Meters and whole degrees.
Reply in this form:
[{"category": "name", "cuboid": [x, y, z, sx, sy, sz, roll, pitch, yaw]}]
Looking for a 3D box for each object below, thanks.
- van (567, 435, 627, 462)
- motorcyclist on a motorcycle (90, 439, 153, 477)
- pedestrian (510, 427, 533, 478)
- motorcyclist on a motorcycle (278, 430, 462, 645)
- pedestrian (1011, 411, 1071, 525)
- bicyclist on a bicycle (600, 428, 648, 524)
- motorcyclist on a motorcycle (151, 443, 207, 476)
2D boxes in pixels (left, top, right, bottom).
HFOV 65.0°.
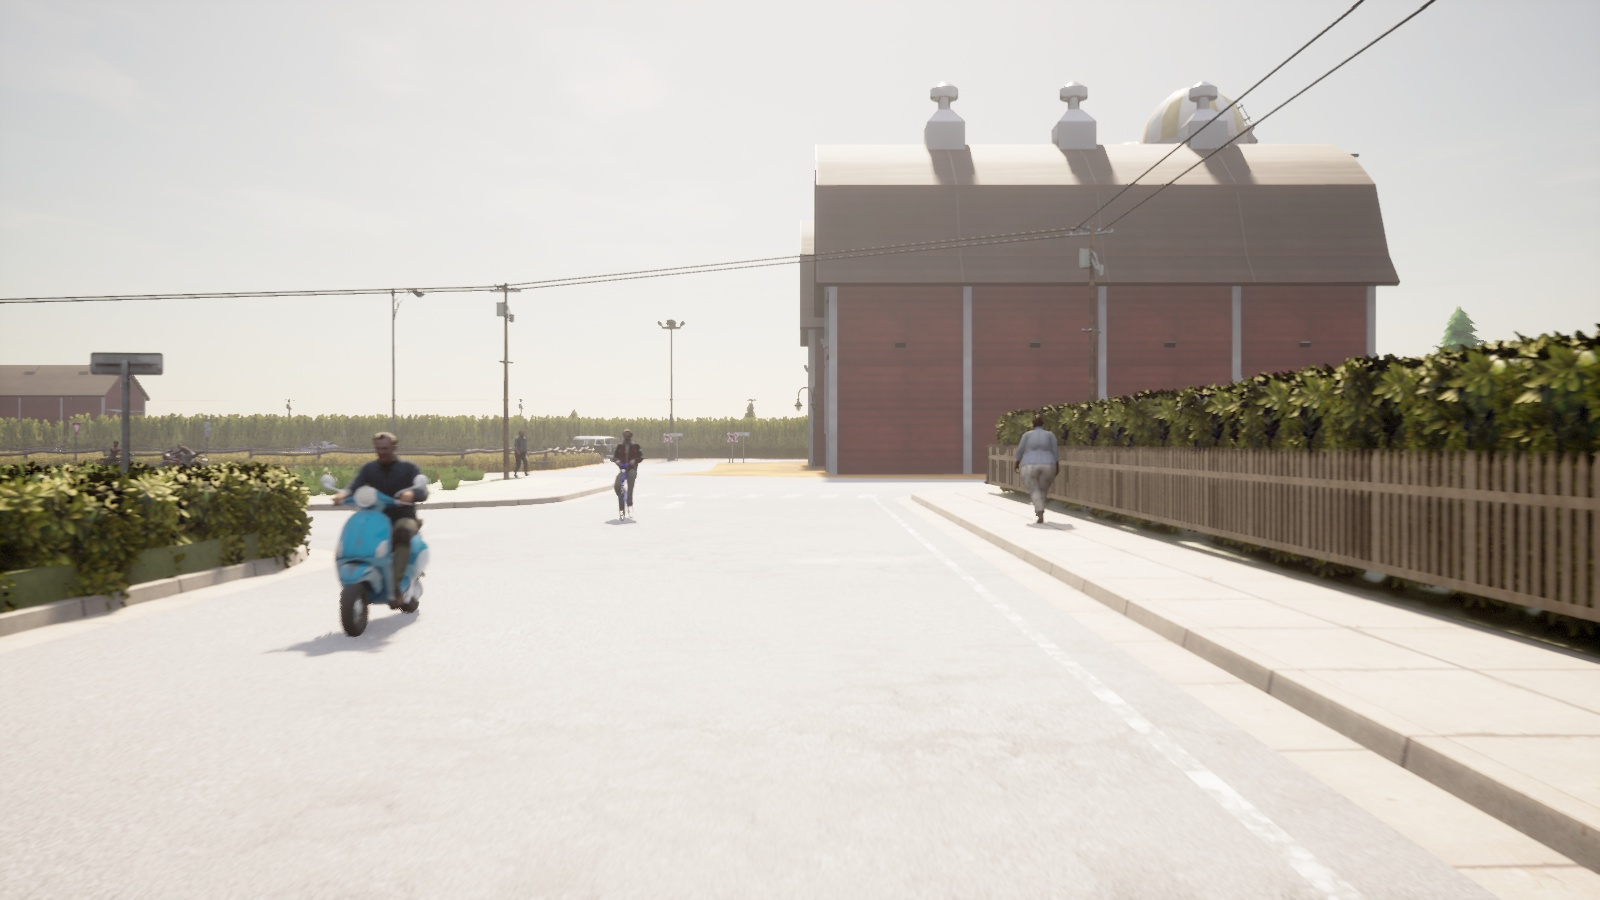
[{"category": "van", "cuboid": [-15.856, -0.094, 97.784, 4.480, 2.038, 2.069, 0, 0, 37]}, {"category": "motorcyclist on a motorcycle", "cuboid": [-29.967, 0.359, 55.462, 2.350, 1.649, 0.766, 0, 0, 0]}, {"category": "pedestrian", "cuboid": [-10.256, 0.083, 46.262, 0.540, 1.848, 0.694, 0, 0, -41]}, {"category": "motorcyclist on a motorcycle", "cuboid": [-3.427, 0.639, 10.200, 0.866, 1.590, 1.817, 0, 0, 0]}, {"category": "pedestrian", "cuboid": [3.992, 0.287, 20.890, 0.874, 1.855, 0.900, 0, 0, 4]}, {"category": "bicyclist on a bicycle", "cuboid": [-3.347, 0.478, 24.022, 0.659, 1.776, 1.843, 0, 0, 0]}, {"category": "motorcyclist on a motorcycle", "cuboid": [-29.137, 0.424, 58.958, 2.191, 1.530, 0.866, 0, 0, 0]}]
